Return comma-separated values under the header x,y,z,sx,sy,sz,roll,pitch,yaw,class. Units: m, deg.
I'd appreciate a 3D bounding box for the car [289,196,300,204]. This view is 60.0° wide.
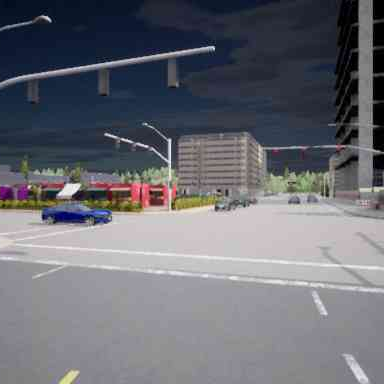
x,y,z,sx,sy,sz,roll,pitch,yaw,class
19.641,1.531,63.786,1.994,1.385,4.181,0,0,18,car

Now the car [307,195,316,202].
x,y,z,sx,sy,sz,roll,pitch,yaw,class
27.840,1.484,77.641,1.812,1.442,4.674,0,0,18,car

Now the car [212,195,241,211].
x,y,z,sx,sy,sz,roll,pitch,yaw,class
4.024,1.471,39.686,2.128,1.511,4.902,0,0,18,car

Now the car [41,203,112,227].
x,y,z,sx,sy,sz,roll,pitch,yaw,class
-8.042,1.522,23.259,5.008,1.535,1.882,0,0,15,car

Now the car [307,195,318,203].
x,y,z,sx,sy,sz,roll,pitch,yaw,class
24.573,1.506,67.778,2.033,1.411,5.357,0,0,18,car

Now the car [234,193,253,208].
x,y,z,sx,sy,sz,roll,pitch,yaw,class
7.157,1.197,49.079,2.150,2.045,5.566,0,0,18,car

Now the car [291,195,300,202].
x,y,z,sx,sy,sz,roll,pitch,yaw,class
24.373,1.512,78.308,1.994,1.385,4.181,0,0,18,car

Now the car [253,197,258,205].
x,y,z,sx,sy,sz,roll,pitch,yaw,class
10.359,1.534,58.613,1.994,1.385,4.181,0,0,19,car
